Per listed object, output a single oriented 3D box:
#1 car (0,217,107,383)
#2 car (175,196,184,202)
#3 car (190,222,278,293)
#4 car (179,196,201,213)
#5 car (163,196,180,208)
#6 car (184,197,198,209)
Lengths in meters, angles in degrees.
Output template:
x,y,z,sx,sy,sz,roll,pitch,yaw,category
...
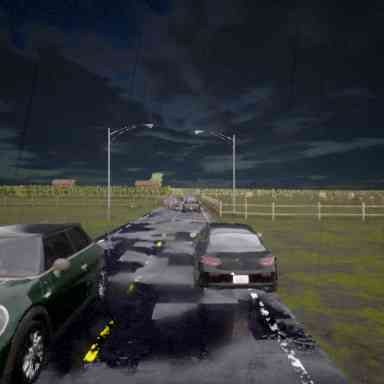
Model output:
x,y,z,sx,sy,sz,roll,pitch,yaw,category
-2.865,1.352,5.242,2.097,1.767,4.553,0,0,0,car
-2.990,1.570,78.609,1.895,1.301,4.718,0,0,0,car
0.938,1.526,8.736,1.812,1.442,4.674,0,0,0,car
-0.039,1.485,36.574,2.128,1.511,4.902,0,0,0,car
-2.992,1.341,47.910,2.097,1.767,4.553,0,0,0,car
-0.115,1.467,46.986,1.882,1.535,5.008,0,0,0,car
